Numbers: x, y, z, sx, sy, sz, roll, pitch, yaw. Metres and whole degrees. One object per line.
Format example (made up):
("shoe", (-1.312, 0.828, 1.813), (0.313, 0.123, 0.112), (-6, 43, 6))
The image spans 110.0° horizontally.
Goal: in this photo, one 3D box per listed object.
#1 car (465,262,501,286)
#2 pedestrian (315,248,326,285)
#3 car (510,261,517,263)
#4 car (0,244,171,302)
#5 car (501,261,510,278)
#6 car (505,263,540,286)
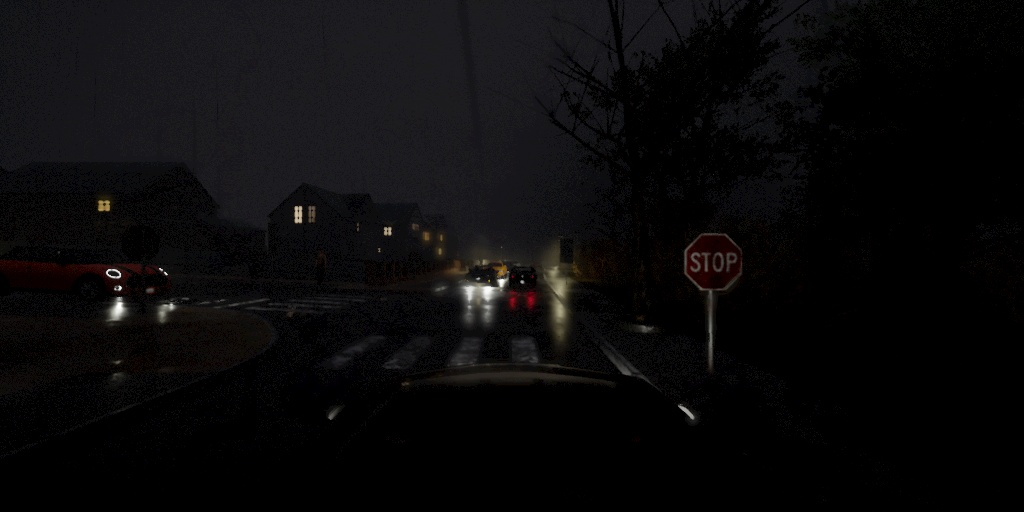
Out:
("car", (-2.130, 1.341, 25.666), (1.994, 1.385, 4.181), (0, 0, 3))
("pedestrian", (-9.556, 0.526, 17.864), (0.375, 1.860, 0.375), (0, -3, 0))
("car", (-0.819, 1.393, 43.948), (1.812, 1.442, 4.674), (0, 0, 5))
("car", (-14.326, 0.471, 12.021), (4.553, 1.767, 2.097), (3, 0, 0))
("car", (-1.560, 1.290, 34.734), (1.882, 1.535, 5.008), (0, 0, 4))
("car", (0.803, 1.377, 25.476), (1.895, 1.301, 4.718), (0, 0, 3))
